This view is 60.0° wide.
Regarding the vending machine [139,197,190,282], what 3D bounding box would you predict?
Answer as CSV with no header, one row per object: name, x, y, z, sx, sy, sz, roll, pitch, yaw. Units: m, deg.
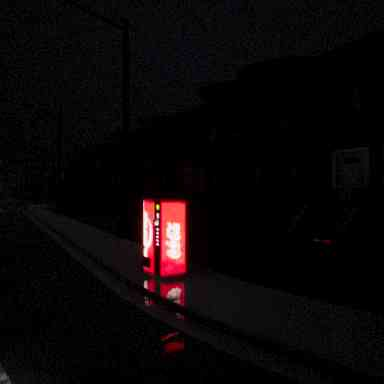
vending machine,-0.744,1.195,8.970,1.100,2.100,0.880,0,0,-30
